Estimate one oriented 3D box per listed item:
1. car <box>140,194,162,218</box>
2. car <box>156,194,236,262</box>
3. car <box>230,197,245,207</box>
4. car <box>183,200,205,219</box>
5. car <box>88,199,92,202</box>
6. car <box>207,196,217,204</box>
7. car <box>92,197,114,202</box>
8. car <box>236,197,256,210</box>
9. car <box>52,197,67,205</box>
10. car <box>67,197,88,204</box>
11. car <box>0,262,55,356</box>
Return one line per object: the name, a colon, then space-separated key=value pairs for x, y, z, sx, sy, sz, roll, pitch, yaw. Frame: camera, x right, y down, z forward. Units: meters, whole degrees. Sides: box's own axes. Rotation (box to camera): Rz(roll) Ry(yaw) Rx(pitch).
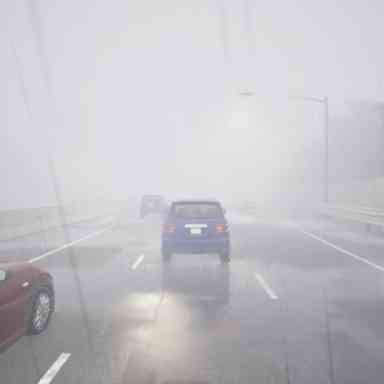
car: x=-3.292 y=1.237 z=29.916 sx=2.150 sy=2.045 sz=5.566 roll=0 pitch=0 yaw=0
car: x=0.123 y=1.225 z=12.259 sx=2.150 sy=2.045 sz=5.566 roll=0 pitch=0 yaw=0
car: x=7.320 y=1.593 z=53.588 sx=1.812 sy=1.442 sz=4.674 roll=0 pitch=0 yaw=1
car: x=0.214 y=1.521 z=30.567 sx=1.837 sy=1.490 sz=4.892 roll=0 pitch=0 yaw=0
car: x=-17.100 y=1.688 z=61.401 sx=1.895 sy=1.301 sz=4.718 roll=0 pitch=0 yaw=1
car: x=3.979 y=1.631 z=65.894 sx=1.812 sy=1.442 sz=4.674 roll=0 pitch=0 yaw=1
car: x=-13.739 y=1.554 z=53.021 sx=2.128 sy=1.511 sz=4.902 roll=0 pitch=0 yaw=1
car: x=7.113 y=1.518 z=43.273 sx=1.882 sy=1.535 sz=5.008 roll=0 pitch=0 yaw=2
car: x=-24.098 y=1.644 z=61.308 sx=1.994 sy=1.385 sz=4.181 roll=0 pitch=0 yaw=1
car: x=-20.593 y=1.633 z=61.322 sx=2.033 sy=1.411 sz=5.357 roll=0 pitch=0 yaw=1
car: x=-3.393 y=1.353 z=3.847 sx=2.097 sy=1.767 sz=4.553 roll=0 pitch=0 yaw=0
